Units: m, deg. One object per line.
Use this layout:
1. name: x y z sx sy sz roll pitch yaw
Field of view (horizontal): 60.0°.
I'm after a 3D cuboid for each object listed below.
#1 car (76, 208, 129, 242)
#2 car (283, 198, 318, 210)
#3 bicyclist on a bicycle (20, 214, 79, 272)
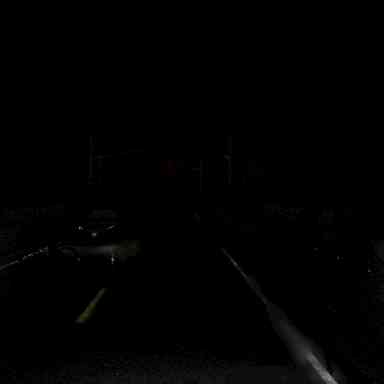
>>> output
1. car: -4.256 1.526 16.490 1.812 1.442 4.674 0 0 -2
2. car: 13.689 1.510 41.512 4.674 1.442 1.812 0 0 0
3. bicyclist on a bicycle: -4.031 1.455 9.369 1.656 1.620 0.582 -2 0 -3
